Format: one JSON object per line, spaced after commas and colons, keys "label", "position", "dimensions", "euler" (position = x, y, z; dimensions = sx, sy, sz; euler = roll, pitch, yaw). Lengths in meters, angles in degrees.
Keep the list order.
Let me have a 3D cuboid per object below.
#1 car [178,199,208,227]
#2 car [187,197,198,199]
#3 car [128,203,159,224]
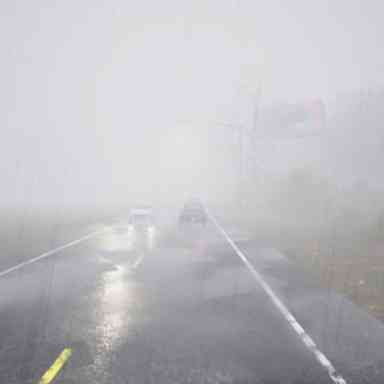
{"label": "car", "position": [0.074, 1.501, 23.051], "dimensions": [2.128, 1.511, 4.902], "euler": [0, 0, 0]}
{"label": "car", "position": [0.097, 1.364, 42.427], "dimensions": [2.097, 1.767, 4.553], "euler": [0, 0, 0]}
{"label": "car", "position": [-3.562, 1.533, 25.045], "dimensions": [1.812, 1.442, 4.674], "euler": [0, 0, 0]}
